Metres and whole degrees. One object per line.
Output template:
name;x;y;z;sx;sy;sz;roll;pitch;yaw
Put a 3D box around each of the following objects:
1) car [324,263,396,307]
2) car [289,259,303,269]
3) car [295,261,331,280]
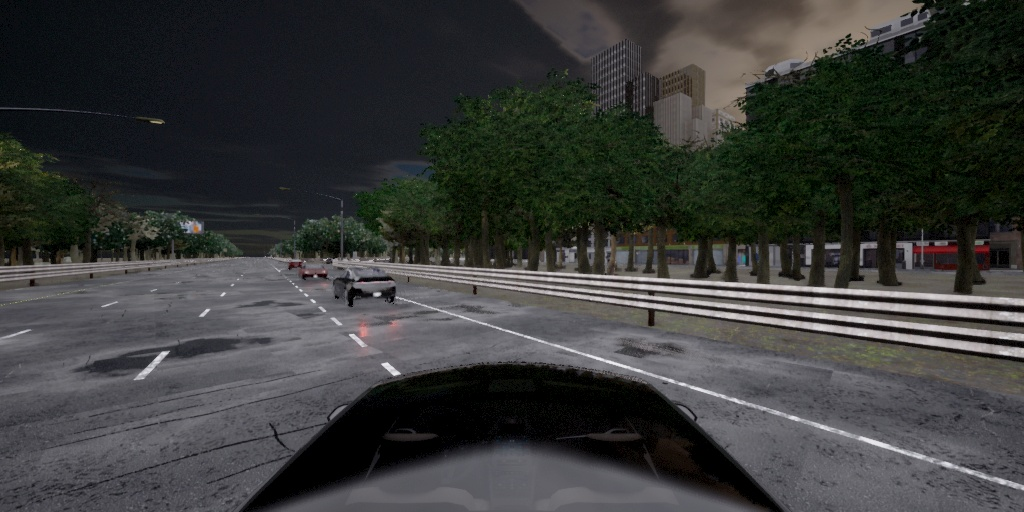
car;-6.547;1.241;15.691;2.128;1.511;4.902;0;0;-35
car;-33.176;1.222;55.396;1.882;1.535;5.008;0;0;-28
car;-17.395;1.348;31.217;1.895;1.301;4.718;0;0;-35
